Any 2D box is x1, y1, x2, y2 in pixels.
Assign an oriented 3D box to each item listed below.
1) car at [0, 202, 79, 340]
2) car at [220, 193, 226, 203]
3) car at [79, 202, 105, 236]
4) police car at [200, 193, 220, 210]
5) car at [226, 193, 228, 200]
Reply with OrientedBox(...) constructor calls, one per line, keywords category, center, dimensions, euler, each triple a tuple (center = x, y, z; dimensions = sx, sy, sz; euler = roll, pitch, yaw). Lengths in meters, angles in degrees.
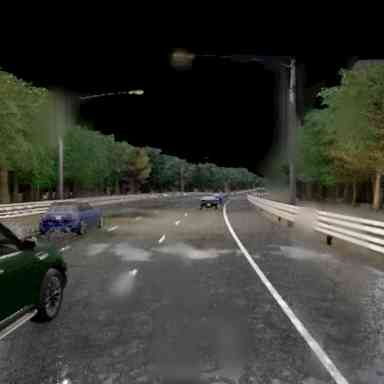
OrientedBox(category="car", center=(-3.474, 1.217, 4.056), dimensions=(2.150, 2.045, 5.566), euler=(0, 0, 1))
OrientedBox(category="car", center=(4.048, 0.973, 54.733), dimensions=(1.882, 1.535, 5.008), euler=(0, 1, 8))
OrientedBox(category="car", center=(-6.398, 1.298, 18.302), dimensions=(2.097, 1.767, 4.553), euler=(0, 0, 3))
OrientedBox(category="police car", center=(2.026, 1.121, 38.886), dimensions=(1.930, 1.638, 5.238), euler=(0, 1, 5))
OrientedBox(category="car", center=(6.942, 0.909, 73.148), dimensions=(2.128, 1.511, 4.902), euler=(0, 0, 11))
